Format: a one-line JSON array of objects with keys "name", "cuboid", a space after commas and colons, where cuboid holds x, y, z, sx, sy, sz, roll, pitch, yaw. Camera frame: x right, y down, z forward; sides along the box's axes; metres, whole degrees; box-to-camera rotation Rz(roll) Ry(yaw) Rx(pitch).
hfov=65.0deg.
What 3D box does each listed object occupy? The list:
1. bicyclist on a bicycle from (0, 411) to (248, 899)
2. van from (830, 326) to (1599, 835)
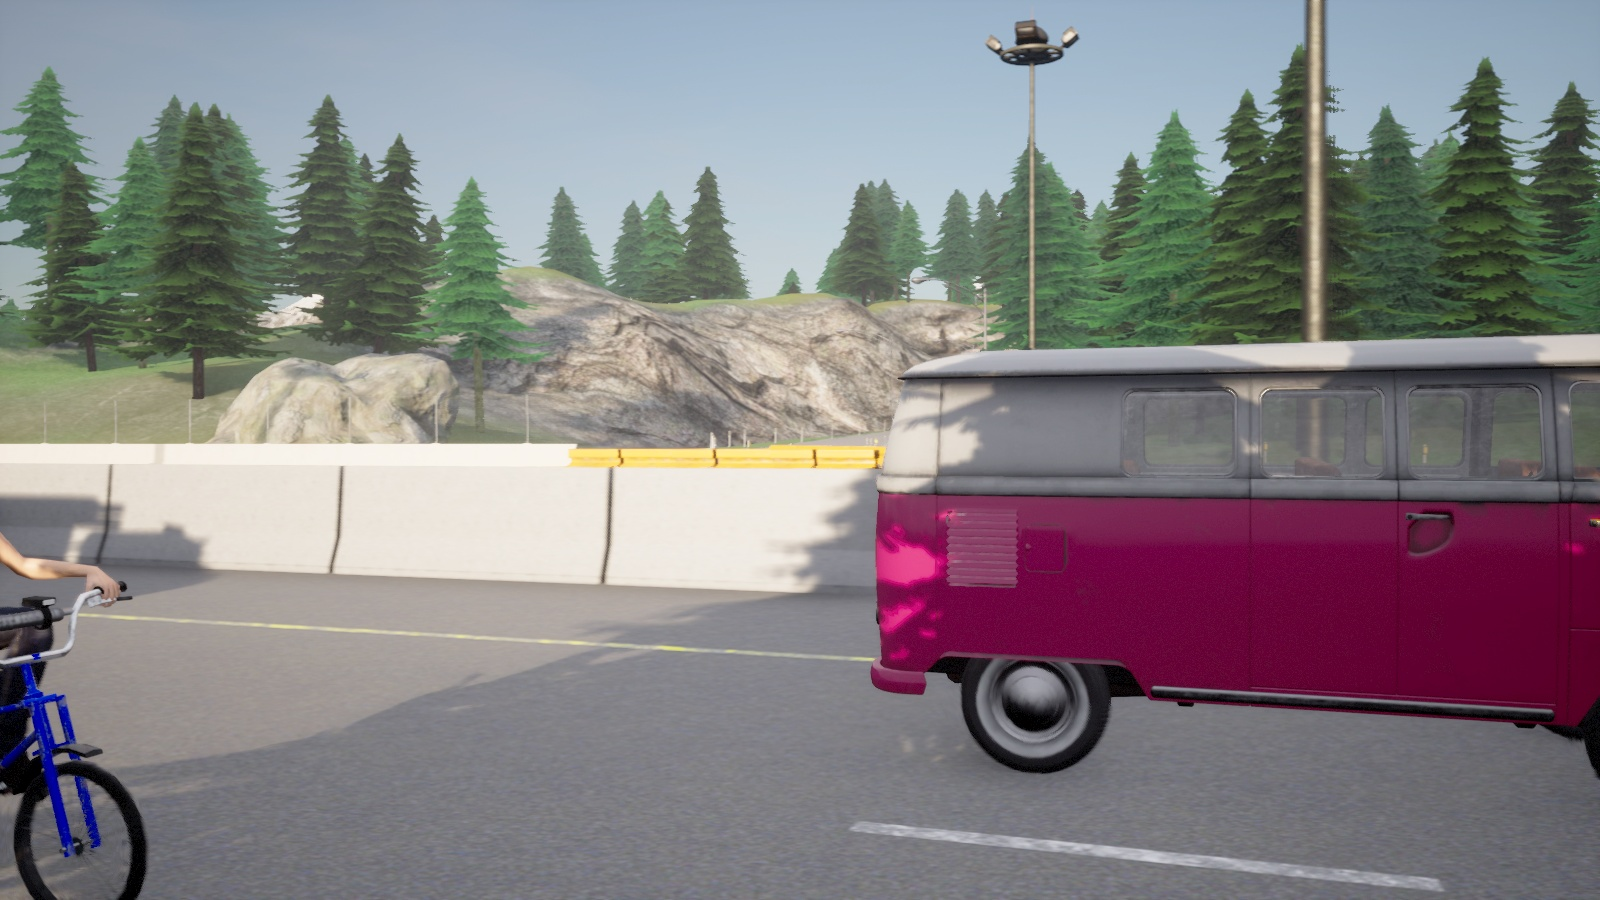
[{"name": "bicyclist on a bicycle", "cuboid": [-2.739, 0.687, 4.119, 1.509, 1.612, 0.866, 1, 1, 19]}, {"name": "van", "cuboid": [2.532, 0.492, 6.030, 4.442, 1.987, 1.775, 1, 1, 19]}]
